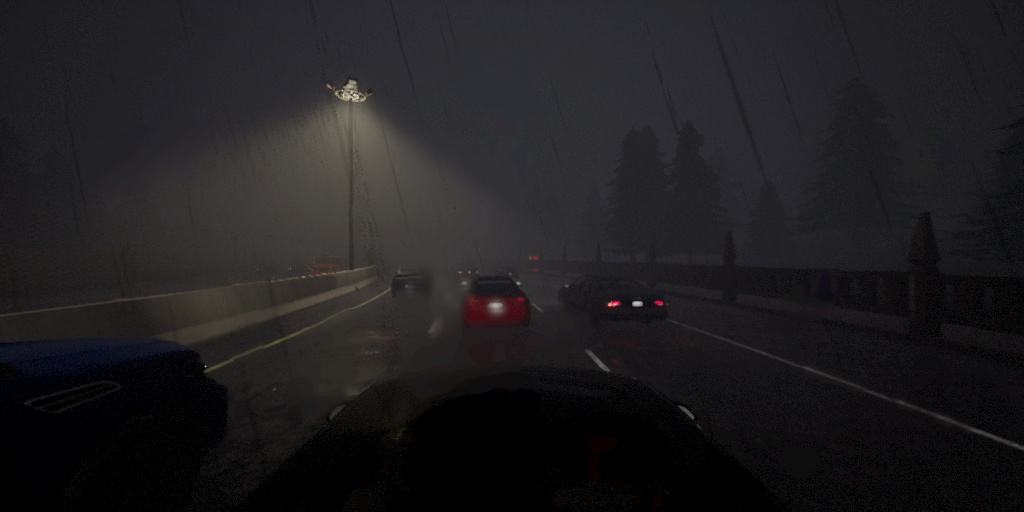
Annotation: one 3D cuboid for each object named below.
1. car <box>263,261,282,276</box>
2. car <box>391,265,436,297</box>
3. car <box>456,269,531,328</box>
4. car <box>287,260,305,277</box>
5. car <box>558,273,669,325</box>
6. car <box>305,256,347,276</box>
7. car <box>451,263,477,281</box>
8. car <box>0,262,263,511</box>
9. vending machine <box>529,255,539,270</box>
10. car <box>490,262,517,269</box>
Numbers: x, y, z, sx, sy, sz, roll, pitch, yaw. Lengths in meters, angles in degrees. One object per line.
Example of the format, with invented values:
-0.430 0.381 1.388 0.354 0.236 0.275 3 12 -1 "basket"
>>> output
-26.029 1.322 38.378 1.837 1.490 4.892 0 0 -25 "car"
-5.161 1.245 19.035 2.128 1.511 4.902 0 0 -9 "car"
-0.596 1.307 11.488 1.994 1.385 4.181 0 0 -6 "car"
-21.396 1.154 36.510 2.097 1.767 4.553 0 0 -23 "car"
2.967 1.275 11.722 2.033 1.411 5.357 0 0 -6 "car"
-15.211 1.005 29.930 2.150 2.045 5.566 0 0 -19 "car"
-3.872 1.285 29.312 2.033 1.411 5.357 0 0 -16 "car"
-3.502 0.986 0.658 2.150 2.045 5.566 0 0 0 "car"
2.755 0.891 45.164 1.100 2.100 0.880 0 0 -22 "vending machine"
-0.748 1.249 30.962 1.812 1.442 4.674 0 0 -15 "car"
